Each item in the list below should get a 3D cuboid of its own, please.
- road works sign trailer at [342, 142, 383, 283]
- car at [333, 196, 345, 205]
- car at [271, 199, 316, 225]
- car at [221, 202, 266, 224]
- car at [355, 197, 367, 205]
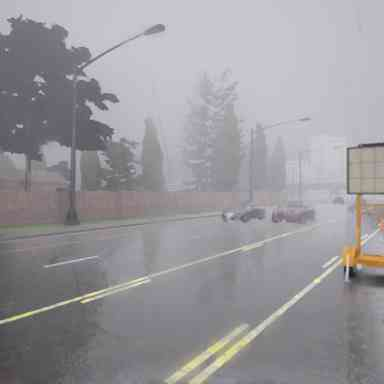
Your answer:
[{"bbox_3d":[5.473,0.463,8.860,2.380,3.560,2.880,0,0,35],"label":"road works sign trailer"},{"bbox_3d":[26.590,1.564,60.264,1.837,1.490,4.892,0,-1,26],"label":"car"},{"bbox_3d":[7.427,1.355,24.068,2.097,1.767,4.553,0,0,35],"label":"car"},{"bbox_3d":[3.950,1.497,25.201,2.128,1.511,4.902,0,0,35],"label":"car"},{"bbox_3d":[29.676,1.614,58.553,2.033,1.411,5.357,0,-1,26],"label":"car"}]
